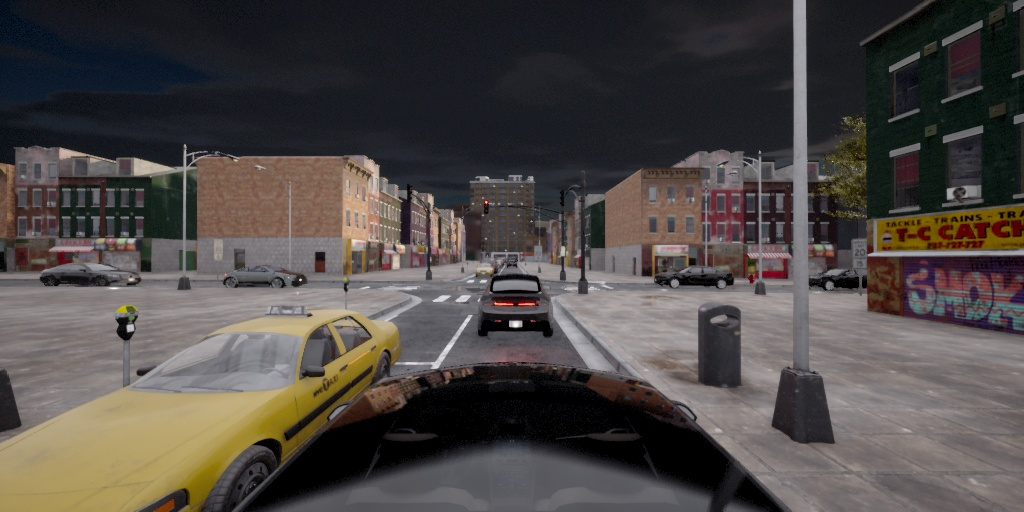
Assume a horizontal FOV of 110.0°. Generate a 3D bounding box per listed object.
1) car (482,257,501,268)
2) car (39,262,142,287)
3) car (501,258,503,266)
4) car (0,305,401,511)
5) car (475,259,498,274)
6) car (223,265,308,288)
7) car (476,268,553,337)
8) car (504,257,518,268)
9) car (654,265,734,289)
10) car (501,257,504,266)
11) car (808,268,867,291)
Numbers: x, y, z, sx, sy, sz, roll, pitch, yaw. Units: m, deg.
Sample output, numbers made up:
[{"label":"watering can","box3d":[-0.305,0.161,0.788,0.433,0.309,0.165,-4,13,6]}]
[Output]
[{"label":"car","box3d":[-2.692,1.100,41.529,2.192,1.841,5.009,0,0,0]},{"label":"car","box3d":[-24.796,1.110,21.139,4.674,1.442,1.812,1,0,-1]},{"label":"car","box3d":[-2.707,1.357,52.417,2.007,1.370,4.403,0,0,0]},{"label":"car","box3d":[-2.641,1.276,3.959,1.751,1.417,4.829,0,0,0]},{"label":"car","box3d":[-2.684,1.302,35.916,1.751,1.417,4.829,0,0,0]},{"label":"car","box3d":[-14.504,1.220,21.203,4.181,1.385,1.994,0,0,0]},{"label":"car","box3d":[0.084,1.257,10.342,1.837,1.490,4.892,0,0,0]},{"label":"car","box3d":[0.015,1.341,65.103,1.837,1.490,4.892,0,-1,0]},{"label":"car","box3d":[12.255,1.393,24.326,5.008,1.535,1.882,1,0,0]},{"label":"car","box3d":[-2.721,1.358,63.134,1.751,1.417,4.829,0,0,0]},{"label":"car","box3d":[22.384,1.546,24.389,5.008,1.535,1.882,1,0,-1]}]
